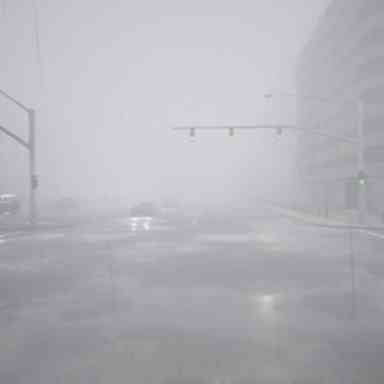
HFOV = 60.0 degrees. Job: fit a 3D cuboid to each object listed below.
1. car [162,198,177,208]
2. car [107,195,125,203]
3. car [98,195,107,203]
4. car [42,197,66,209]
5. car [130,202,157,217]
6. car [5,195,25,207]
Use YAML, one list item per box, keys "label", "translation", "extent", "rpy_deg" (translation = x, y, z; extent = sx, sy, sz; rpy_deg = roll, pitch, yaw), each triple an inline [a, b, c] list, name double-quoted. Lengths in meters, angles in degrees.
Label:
- label: "car"
  translation: [-3.430, 1.652, 50.650]
  extent: [1.837, 1.490, 4.892]
  rpy_deg: [-1, -1, 4]
- label: "car"
  translation: [-16.016, 1.471, 71.466]
  extent: [1.932, 1.855, 4.605]
  rpy_deg: [-1, 0, 4]
- label: "car"
  translation: [-18.898, 1.503, 71.730]
  extent: [1.905, 1.878, 3.866]
  rpy_deg: [-1, 0, 4]
- label: "car"
  translation: [-22.859, 1.746, 54.504]
  extent: [1.970, 1.475, 3.806]
  rpy_deg: [-1, 0, 4]
- label: "car"
  translation: [-4.709, 1.683, 32.586]
  extent: [1.994, 1.385, 4.181]
  rpy_deg: [-1, 0, 4]
- label: "car"
  translation: [-38.472, 1.705, 73.114]
  extent: [1.905, 1.878, 3.866]
  rpy_deg: [-1, 0, 4]
